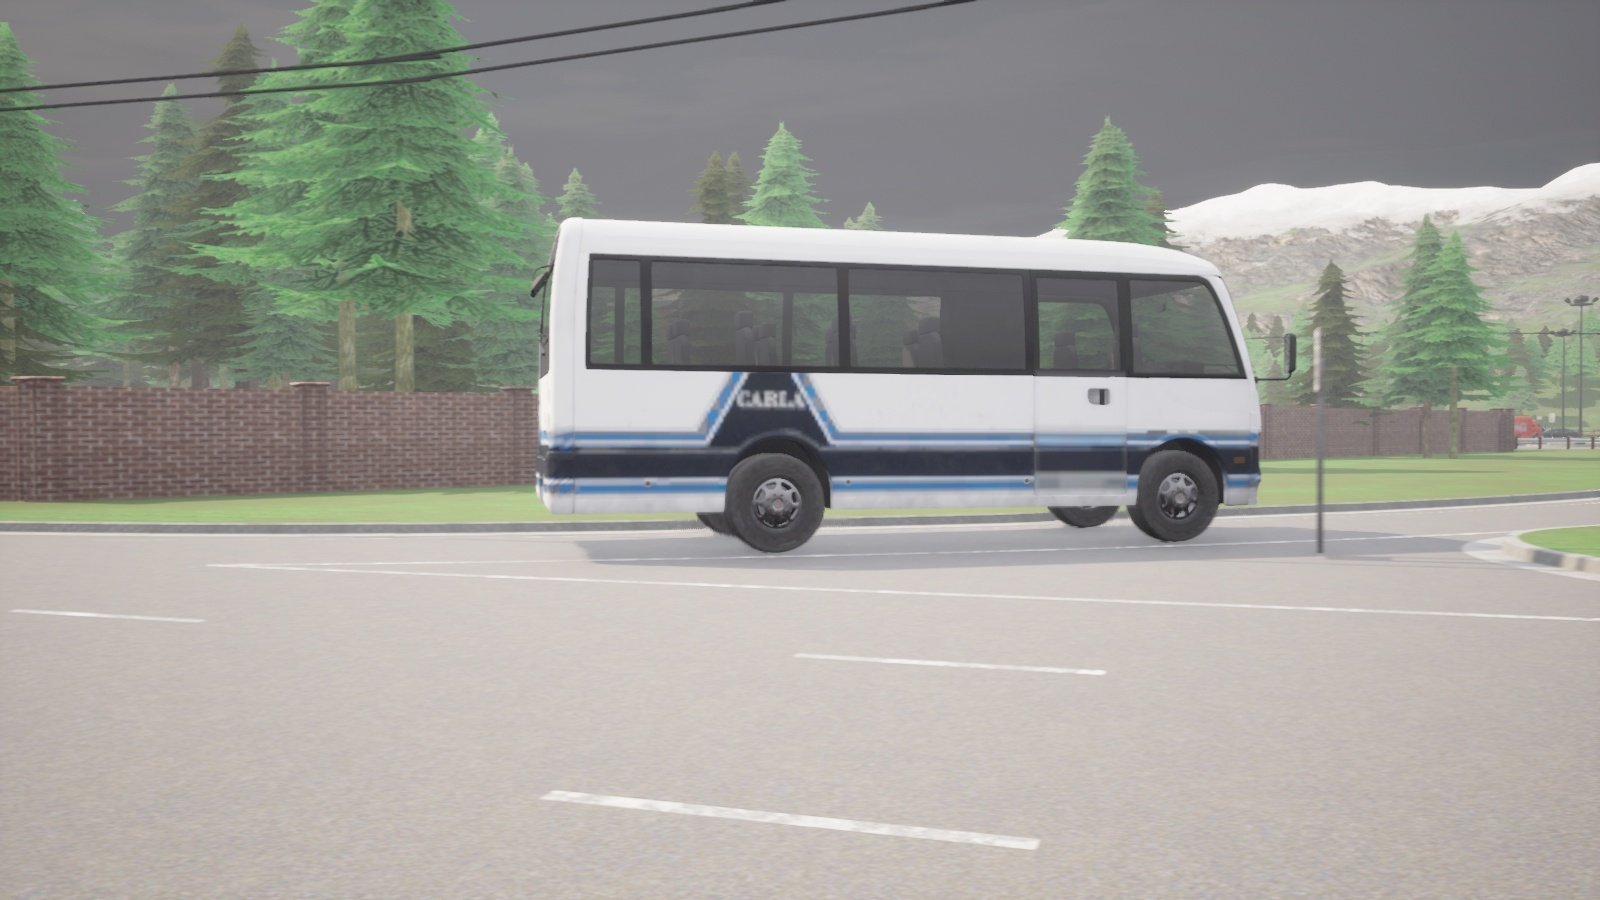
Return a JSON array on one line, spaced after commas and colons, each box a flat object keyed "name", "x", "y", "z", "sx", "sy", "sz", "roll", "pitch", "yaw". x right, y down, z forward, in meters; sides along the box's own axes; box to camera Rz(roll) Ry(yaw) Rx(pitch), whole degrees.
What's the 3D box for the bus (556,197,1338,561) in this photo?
[{"name": "bus", "x": 1.890, "y": -0.831, "z": 17.873, "sx": 10.273, "sy": 4.253, "sz": 3.944, "roll": 0, "pitch": 1, "yaw": -14}]
